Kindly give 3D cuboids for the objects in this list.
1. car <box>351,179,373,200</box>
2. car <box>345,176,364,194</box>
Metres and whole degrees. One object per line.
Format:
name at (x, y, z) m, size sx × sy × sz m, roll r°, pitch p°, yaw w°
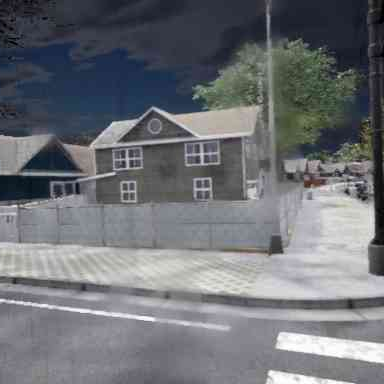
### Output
car at (16.296, -0.121, 30.374) m, size 2.128 × 1.511 × 4.902 m, roll -2°, pitch 2°, yaw 19°
car at (19.998, -0.873, 40.663) m, size 2.150 × 2.045 × 5.566 m, roll -2°, pitch 2°, yaw 21°
